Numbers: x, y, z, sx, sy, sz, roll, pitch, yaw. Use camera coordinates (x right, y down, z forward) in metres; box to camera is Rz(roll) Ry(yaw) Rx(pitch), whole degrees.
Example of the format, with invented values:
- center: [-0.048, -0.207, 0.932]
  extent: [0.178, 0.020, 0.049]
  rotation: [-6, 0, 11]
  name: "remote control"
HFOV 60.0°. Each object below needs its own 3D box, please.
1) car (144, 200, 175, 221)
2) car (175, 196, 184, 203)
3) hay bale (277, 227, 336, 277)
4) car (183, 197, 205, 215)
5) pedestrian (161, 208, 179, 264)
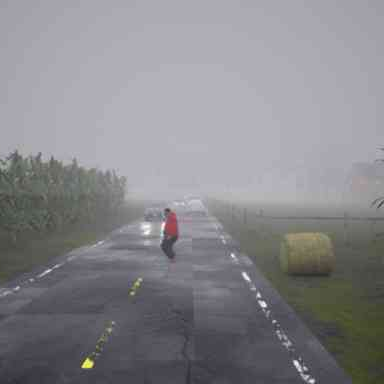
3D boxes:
- center: [-2.692, 1.484, 26.954]
  extent: [1.837, 1.490, 4.892]
  rotation: [0, 0, 0]
  name: "car"
- center: [-2.384, 1.470, 66.485]
  extent: [1.994, 1.385, 4.181]
  rotation: [0, 0, 1]
  name: "car"
- center: [3.173, 1.651, 9.351]
  extent: [1.220, 1.180, 1.240]
  rotation: [-1, -1, 0]
  name: "hay bale"
- center: [0.286, 1.497, 33.432]
  extent: [1.812, 1.442, 4.674]
  rotation: [0, 0, 1]
  name: "car"
- center: [-0.679, 1.287, 10.293]
  extent: [0.375, 1.860, 0.375]
  rotation: [1, -1, -3]
  name: "pedestrian"
